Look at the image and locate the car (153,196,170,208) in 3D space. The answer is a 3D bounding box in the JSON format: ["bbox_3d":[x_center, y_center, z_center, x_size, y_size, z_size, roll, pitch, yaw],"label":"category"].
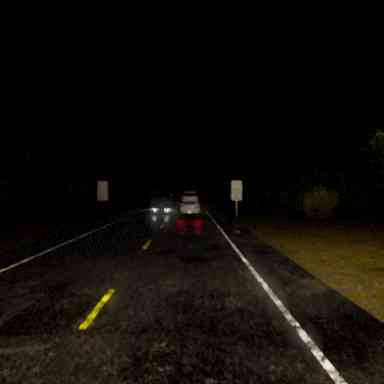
[{"bbox_3d":[-3.794,1.297,42.626,1.812,1.442,4.674,0,0,0],"label":"car"}]

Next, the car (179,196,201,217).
[{"bbox_3d":[-0.175,1.353,28.484,1.812,1.442,4.674,0,0,0],"label":"car"}]

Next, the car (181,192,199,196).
[{"bbox_3d":[-0.240,0.976,44.641,2.150,2.045,5.566,0,0,0],"label":"car"}]
